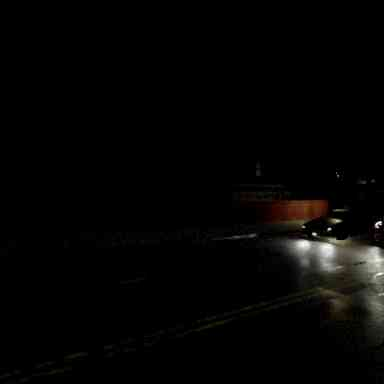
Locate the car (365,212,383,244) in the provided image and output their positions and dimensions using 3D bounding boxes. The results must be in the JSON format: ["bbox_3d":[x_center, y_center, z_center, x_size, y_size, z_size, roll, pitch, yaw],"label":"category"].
[{"bbox_3d":[10.063,1.437,14.860,4.553,1.767,2.097,0,0,-35],"label":"car"}]

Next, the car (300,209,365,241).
[{"bbox_3d":[7.988,1.631,17.372,5.357,1.411,2.033,0,0,-36],"label":"car"}]
